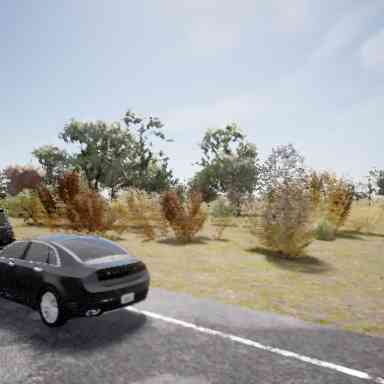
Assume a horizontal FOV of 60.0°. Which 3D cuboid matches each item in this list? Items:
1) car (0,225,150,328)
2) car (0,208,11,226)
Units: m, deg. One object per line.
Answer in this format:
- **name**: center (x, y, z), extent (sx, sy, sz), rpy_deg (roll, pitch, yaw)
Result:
- **car**: center (-3.109, 1.691, 7.426), extent (4.892, 1.490, 1.837), rpy_deg (-1, -2, 36)
- **car**: center (-8.022, 1.473, 10.987), extent (5.566, 2.045, 2.150), rpy_deg (-1, -2, 36)
